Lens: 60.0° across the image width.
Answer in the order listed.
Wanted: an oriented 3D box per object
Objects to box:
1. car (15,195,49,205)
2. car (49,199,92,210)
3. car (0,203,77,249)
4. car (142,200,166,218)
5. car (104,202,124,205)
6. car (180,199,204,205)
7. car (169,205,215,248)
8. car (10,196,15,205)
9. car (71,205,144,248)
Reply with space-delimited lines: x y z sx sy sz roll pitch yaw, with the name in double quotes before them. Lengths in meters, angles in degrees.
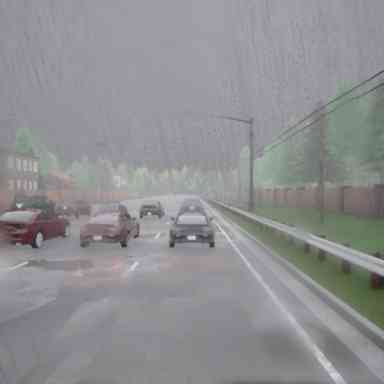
"car" -14.000 1.255 29.680 2.150 2.045 5.566 0 0 0
"car" -10.500 1.363 29.620 2.097 1.767 4.553 0 0 0
"car" -7.000 1.482 14.650 1.882 1.535 5.008 0 0 0
"car" -3.500 1.514 29.650 1.837 1.490 4.892 0 0 0
"car" -7.000 1.570 29.650 1.994 1.385 4.181 0 0 0
"car" 0.000 1.364 29.620 2.097 1.767 4.553 0 0 0
"car" 0.000 1.530 14.650 1.812 1.442 4.674 0 0 0
"car" -10.500 1.255 14.680 2.150 2.045 5.566 0 0 0
"car" -3.500 1.530 14.650 1.812 1.442 4.674 0 0 0
